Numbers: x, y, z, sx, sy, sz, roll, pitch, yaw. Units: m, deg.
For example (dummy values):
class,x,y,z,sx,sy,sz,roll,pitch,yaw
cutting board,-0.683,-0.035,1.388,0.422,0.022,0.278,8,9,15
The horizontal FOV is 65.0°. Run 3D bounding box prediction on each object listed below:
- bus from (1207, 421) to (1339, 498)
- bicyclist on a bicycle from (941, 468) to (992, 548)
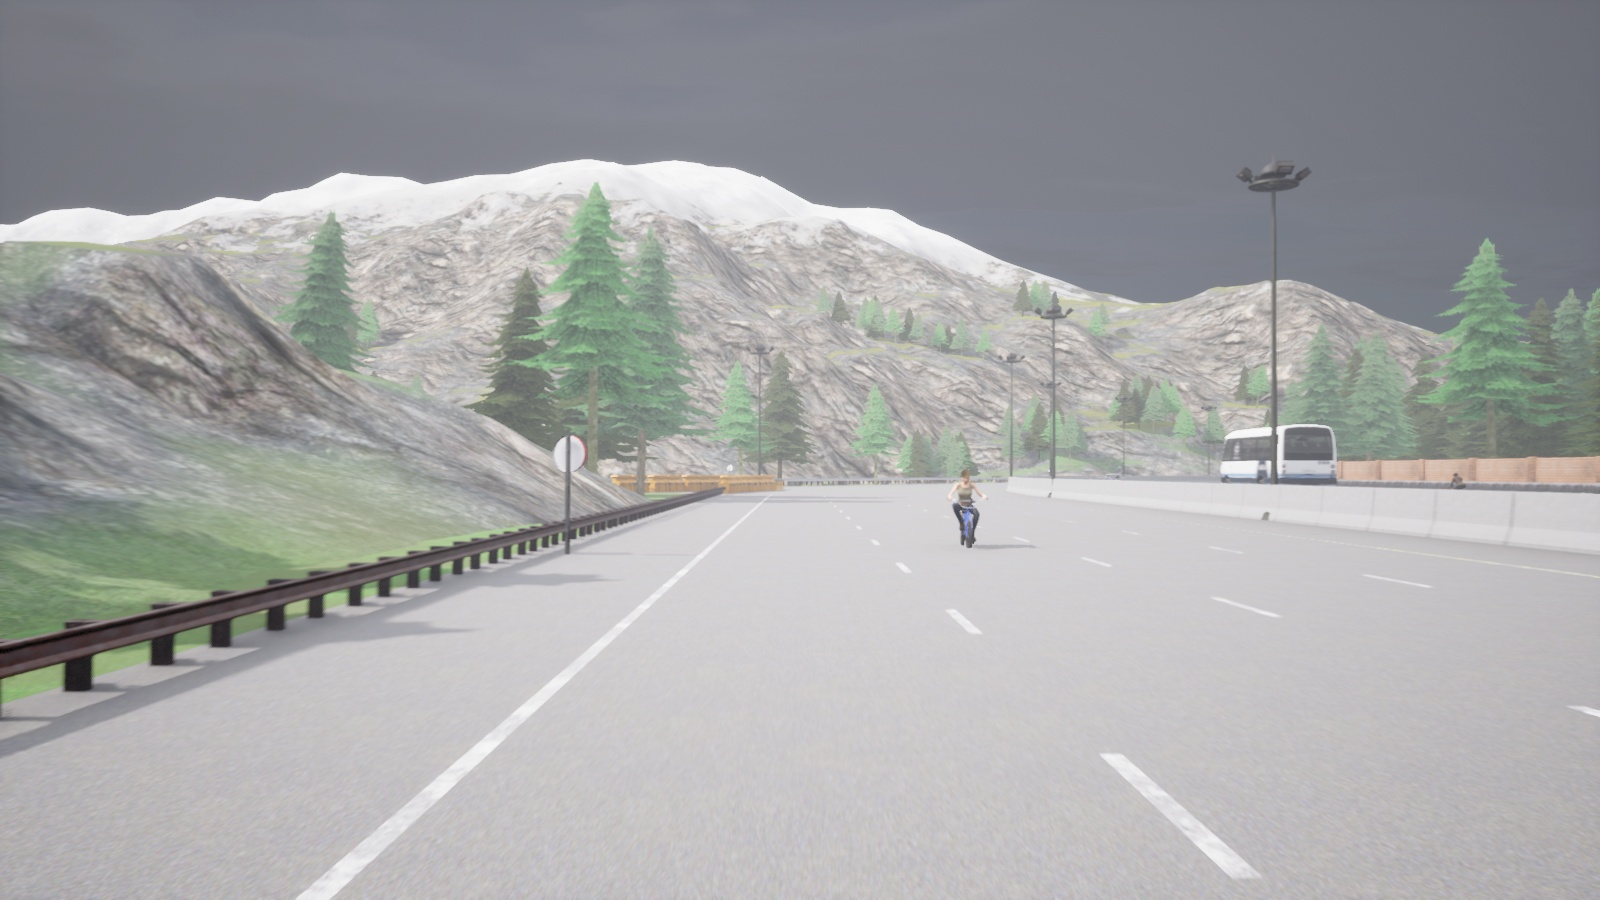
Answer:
class,x,y,z,sx,sy,sz,roll,pitch,yaw
bus,27.812,0.599,74.568,3.944,4.253,10.273,0,-1,0
bicyclist on a bicycle,3.440,1.183,26.059,0.866,1.612,1.509,0,-1,0
